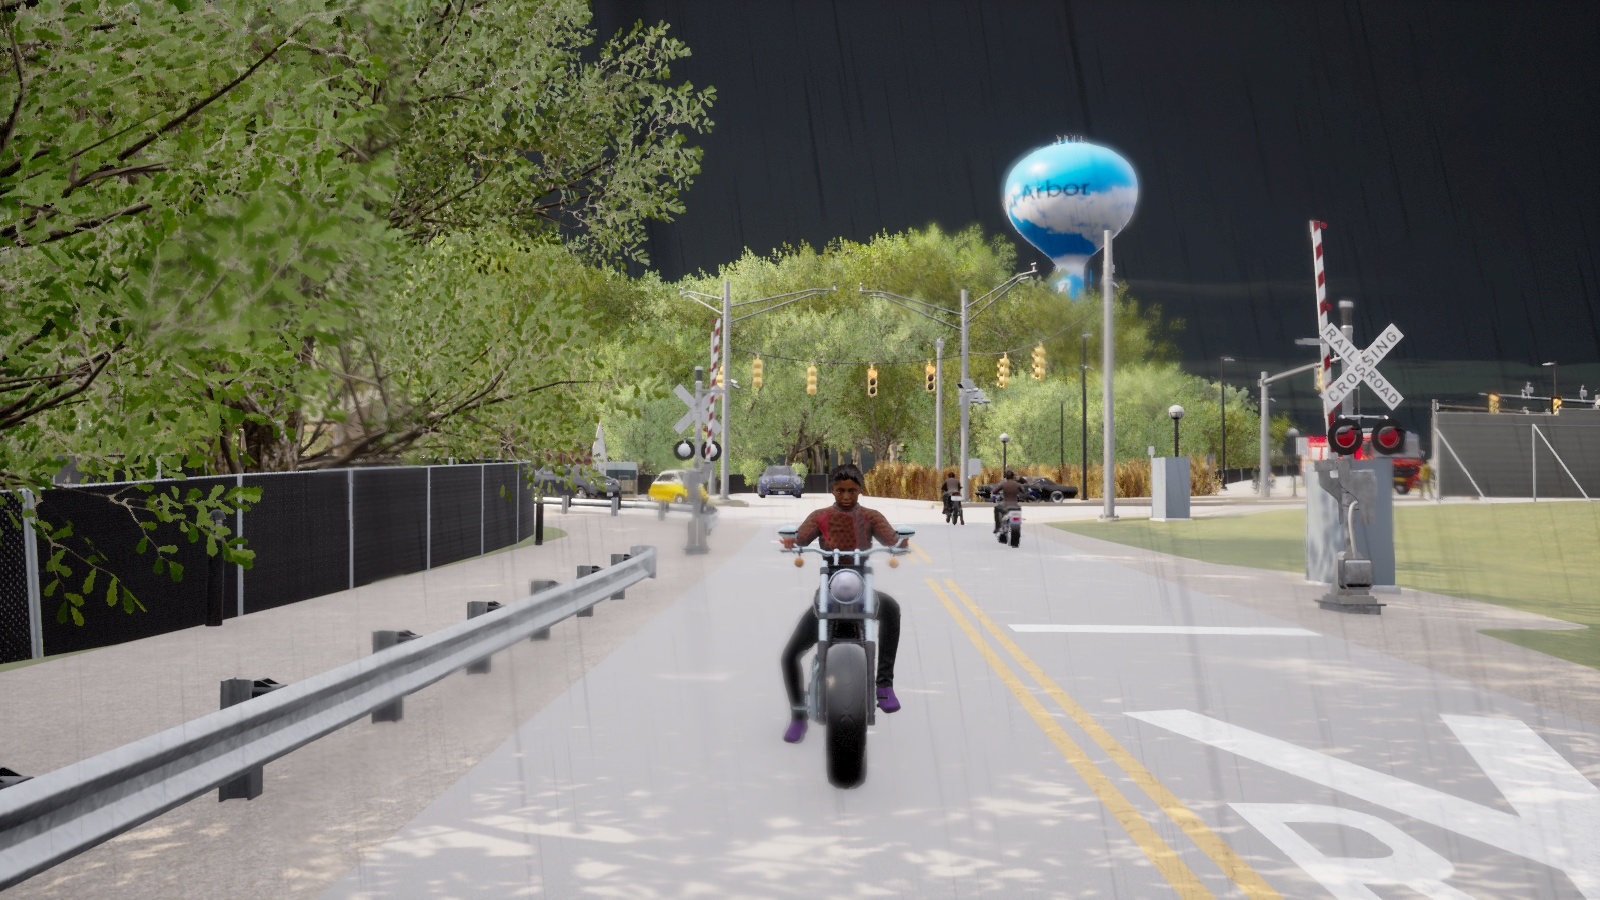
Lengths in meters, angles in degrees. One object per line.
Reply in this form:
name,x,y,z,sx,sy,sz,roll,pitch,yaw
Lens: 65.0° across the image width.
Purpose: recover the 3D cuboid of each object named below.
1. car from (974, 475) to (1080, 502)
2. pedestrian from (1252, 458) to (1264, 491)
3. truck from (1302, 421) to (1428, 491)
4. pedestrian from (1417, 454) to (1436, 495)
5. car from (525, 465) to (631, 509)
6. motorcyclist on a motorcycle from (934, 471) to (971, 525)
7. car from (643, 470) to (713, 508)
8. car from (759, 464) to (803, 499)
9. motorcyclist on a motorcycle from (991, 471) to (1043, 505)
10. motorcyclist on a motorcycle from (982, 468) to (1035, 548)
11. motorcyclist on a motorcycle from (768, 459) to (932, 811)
car,10.903,1.856,60.602,4.718,1.301,1.895,0,-1,-4
pedestrian,26.093,1.398,71.501,0.353,1.847,0.614,1,-3,-13
truck,32.600,0.410,72.908,2.891,3.827,8.468,0,-1,-5
pedestrian,28.109,1.100,56.339,0.431,1.840,0.709,0,-3,-2
car,-7.953,1.329,44.831,3.633,1.501,1.845,-1,-3,41
motorcyclist on a motorcycle,4.417,1.370,36.557,0.797,1.523,2.044,1,-1,-1
car,-4.658,1.502,47.847,2.207,1.376,1.481,-2,-3,34
car,-1.016,1.582,64.473,2.097,1.767,4.553,0,-1,-3
motorcyclist on a motorcycle,9.853,1.731,57.019,2.191,1.530,0.866,0,-1,-4
motorcyclist on a motorcycle,4.454,1.209,26.960,0.766,1.649,2.350,0,-1,1
motorcyclist on a motorcycle,0.269,0.884,7.085,0.766,1.649,2.350,0,-1,2
